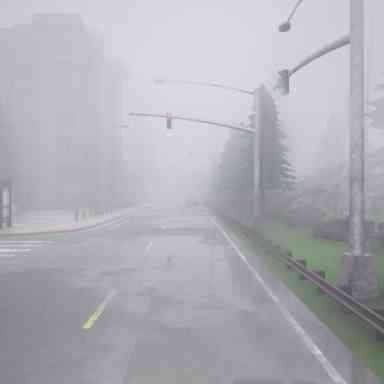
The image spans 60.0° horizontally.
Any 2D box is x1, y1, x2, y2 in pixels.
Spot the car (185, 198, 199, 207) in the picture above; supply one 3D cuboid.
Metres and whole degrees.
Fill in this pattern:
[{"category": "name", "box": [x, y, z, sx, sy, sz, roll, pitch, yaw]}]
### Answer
[{"category": "car", "box": [-0.013, 1.564, 50.635, 1.994, 1.385, 4.181, 0, 0, 0]}]
